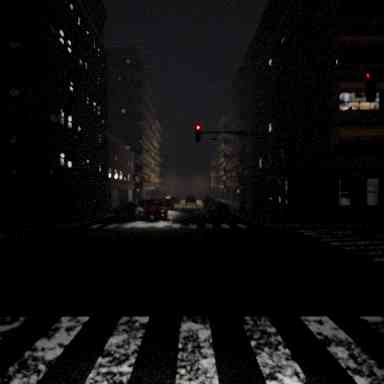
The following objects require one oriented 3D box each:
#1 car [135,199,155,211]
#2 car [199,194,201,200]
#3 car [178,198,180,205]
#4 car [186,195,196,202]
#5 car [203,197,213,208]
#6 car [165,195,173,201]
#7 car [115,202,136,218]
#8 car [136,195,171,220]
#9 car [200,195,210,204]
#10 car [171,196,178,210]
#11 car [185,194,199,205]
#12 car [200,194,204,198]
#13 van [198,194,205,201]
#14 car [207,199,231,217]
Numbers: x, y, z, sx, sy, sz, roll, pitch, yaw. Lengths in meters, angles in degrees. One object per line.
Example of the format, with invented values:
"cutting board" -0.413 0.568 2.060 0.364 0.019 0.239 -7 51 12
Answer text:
"car" -5.835 1.578 41.561 1.947 1.339 4.313 0 0 0
"car" 2.914 1.509 68.098 1.882 1.535 5.008 0 0 0
"car" -3.231 1.551 60.712 1.812 1.442 4.674 0 0 0
"car" -0.232 1.418 69.982 1.994 1.385 4.181 0 0 0
"car" 2.564 1.575 36.053 1.947 1.339 4.313 0 0 0
"car" -5.983 1.574 85.579 1.752 1.417 4.829 0 0 0
"car" -5.798 1.572 30.514 1.947 1.339 4.313 0 0 0
"car" -3.134 1.358 27.767 2.097 1.767 4.553 0 0 -2
"car" 2.527 1.560 47.100 1.887 1.381 4.507 0 0 0
"car" -3.236 1.505 42.613 2.128 1.511 4.902 0 0 0
"car" -0.206 1.378 61.579 2.097 1.767 4.553 0 0 0
"car" 2.946 1.551 61.099 1.812 1.442 4.674 0 0 0
"van" 2.396 1.390 85.765 1.690 1.788 3.998 -1 0 0
"car" 2.583 1.588 30.530 1.802 1.307 4.206 0 0 0
